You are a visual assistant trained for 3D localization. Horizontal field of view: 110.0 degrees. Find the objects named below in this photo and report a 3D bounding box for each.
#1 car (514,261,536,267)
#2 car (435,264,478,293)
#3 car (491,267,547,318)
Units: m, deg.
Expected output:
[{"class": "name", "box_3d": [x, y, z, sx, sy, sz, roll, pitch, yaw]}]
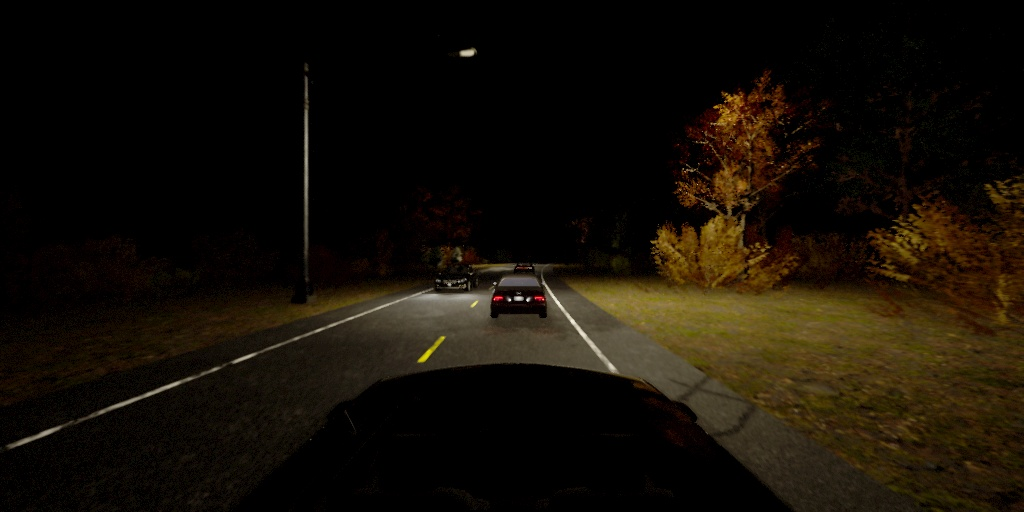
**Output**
[{"class": "car", "box_3d": [1.167, 1.237, 33.087, 2.128, 1.511, 4.902, 0, 0, 4]}, {"class": "car", "box_3d": [-3.151, 1.251, 21.066, 1.837, 1.490, 4.892, 0, 0, 3]}, {"class": "car", "box_3d": [0.260, 1.297, 13.017, 2.033, 1.411, 5.357, 0, 0, 1]}]
